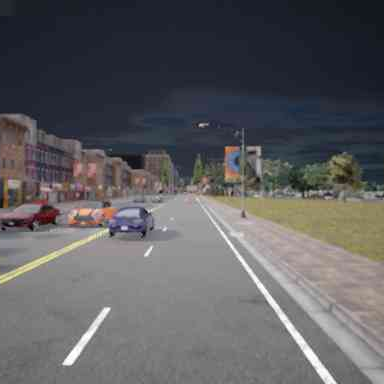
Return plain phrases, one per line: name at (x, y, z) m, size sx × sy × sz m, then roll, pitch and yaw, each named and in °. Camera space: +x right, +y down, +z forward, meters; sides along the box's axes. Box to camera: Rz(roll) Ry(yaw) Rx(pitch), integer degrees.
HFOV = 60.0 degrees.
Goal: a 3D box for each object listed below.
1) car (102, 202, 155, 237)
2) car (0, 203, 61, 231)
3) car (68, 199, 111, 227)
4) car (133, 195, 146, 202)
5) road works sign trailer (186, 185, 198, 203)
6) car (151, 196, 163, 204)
car at (-3.145, 1.500, 17.775) m, size 1.812 × 1.442 × 4.674 m, roll 0°, pitch 0°, yaw 0°
car at (-9.845, 1.449, 20.631) m, size 1.882 × 1.535 × 5.008 m, roll 0°, pitch 0°, yaw 0°
car at (-6.593, 1.320, 22.360) m, size 2.097 × 1.767 × 4.553 m, roll 0°, pitch 0°, yaw 0°
car at (-9.760, 1.421, 62.420) m, size 1.837 × 1.490 × 4.892 m, roll 0°, pitch 0°, yaw 1°
road works sign trailer at (0.016, 0.358, 65.947) m, size 2.380 × 3.560 × 2.880 m, roll 0°, pitch 0°, yaw 0°
car at (-6.513, 1.428, 62.838) m, size 1.812 × 1.442 × 4.674 m, roll 0°, pitch 0°, yaw 1°
